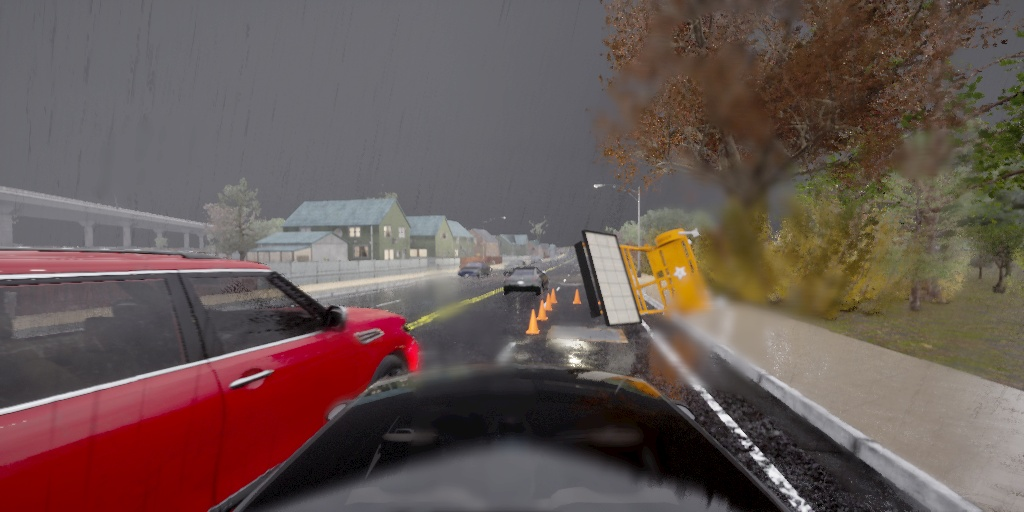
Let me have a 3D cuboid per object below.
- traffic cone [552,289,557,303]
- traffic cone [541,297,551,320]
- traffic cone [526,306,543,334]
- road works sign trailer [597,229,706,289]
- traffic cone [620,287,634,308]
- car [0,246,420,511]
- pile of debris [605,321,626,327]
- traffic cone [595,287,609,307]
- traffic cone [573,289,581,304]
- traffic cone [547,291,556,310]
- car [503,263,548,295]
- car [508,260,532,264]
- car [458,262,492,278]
[{"bbox_3d":[1.749,1.684,15.209,0.340,0.580,0.340,0,0,11],"label":"traffic cone"},{"bbox_3d":[0.952,1.691,11.289,0.340,0.580,0.340,0,0,11],"label":"traffic cone"},{"bbox_3d":[0.554,1.694,9.329,0.340,0.580,0.340,0,0,11],"label":"traffic cone"},{"bbox_3d":[4.552,-1.003,10.729,2.880,3.560,2.380,0,0,-26],"label":"road works sign trailer"},{"bbox_3d":[4.688,1.684,14.611,0.340,0.580,0.340,0,0,12],"label":"traffic cone"},{"bbox_3d":[-2.670,0.972,2.351,2.150,2.045,5.566,0,0,11],"label":"car"},{"bbox_3d":[1.890,1.904,9.071,1.860,0.140,1.500,0,0,11],"label":"pile of debris"},{"bbox_3d":[3.708,1.684,14.811,0.340,0.580,0.340,0,0,12],"label":"traffic cone"},{"bbox_3d":[2.728,1.684,15.010,0.340,0.580,0.340,0,0,12],"label":"traffic cone"},{"bbox_3d":[1.351,1.688,13.249,0.340,0.580,0.340,0,0,11],"label":"traffic cone"},{"bbox_3d":[0.850,1.286,19.670,1.994,1.385,4.181,0,0,11],"label":"car"},{"bbox_3d":[0.456,1.195,35.048,1.837,1.490,4.892,0,0,12],"label":"car"},{"bbox_3d":[-3.285,1.245,32.979,2.033,1.411,5.357,0,0,12],"label":"car"}]
